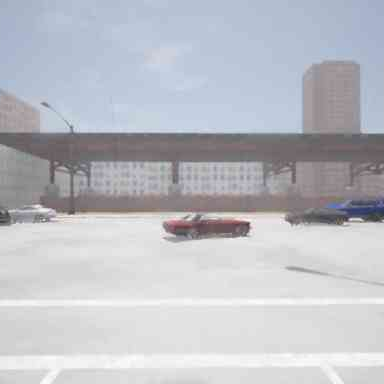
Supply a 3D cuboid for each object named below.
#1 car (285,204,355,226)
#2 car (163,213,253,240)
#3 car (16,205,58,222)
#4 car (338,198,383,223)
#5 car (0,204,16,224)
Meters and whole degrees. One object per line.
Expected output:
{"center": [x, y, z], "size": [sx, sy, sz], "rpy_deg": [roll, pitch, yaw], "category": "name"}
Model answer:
{"center": [9.464, 1.816, 25.294], "size": [4.674, 1.442, 1.812], "rpy_deg": [0, -1, 0], "category": "car"}
{"center": [0.926, 1.810, 18.158], "size": [4.718, 1.301, 1.895], "rpy_deg": [0, -1, -24], "category": "car"}
{"center": [-14.224, 1.858, 29.027], "size": [4.674, 1.442, 1.812], "rpy_deg": [0, -1, 0], "category": "car"}
{"center": [13.980, 1.551, 28.762], "size": [5.566, 2.045, 2.150], "rpy_deg": [0, -1, 1], "category": "car"}
{"center": [-16.562, 1.645, 25.565], "size": [4.553, 1.767, 2.097], "rpy_deg": [0, -1, 1], "category": "car"}
